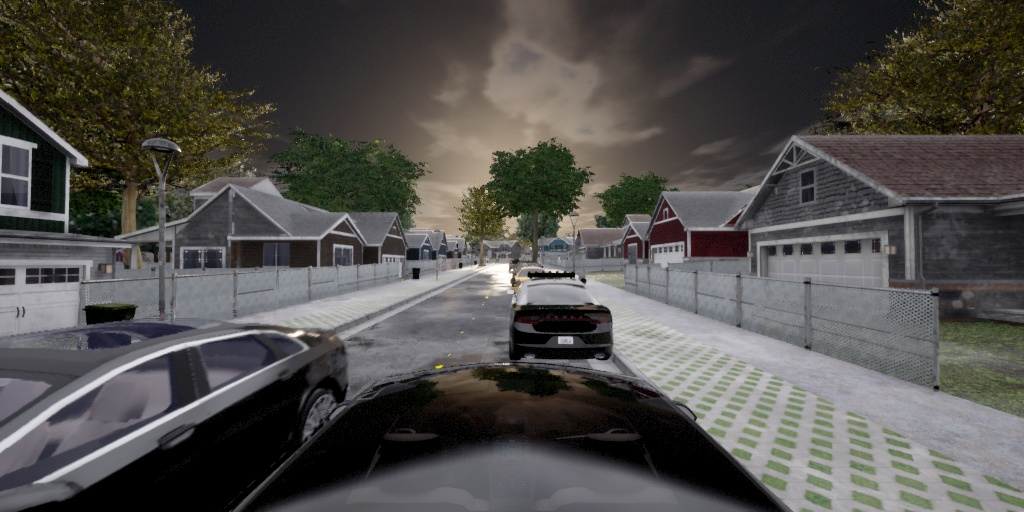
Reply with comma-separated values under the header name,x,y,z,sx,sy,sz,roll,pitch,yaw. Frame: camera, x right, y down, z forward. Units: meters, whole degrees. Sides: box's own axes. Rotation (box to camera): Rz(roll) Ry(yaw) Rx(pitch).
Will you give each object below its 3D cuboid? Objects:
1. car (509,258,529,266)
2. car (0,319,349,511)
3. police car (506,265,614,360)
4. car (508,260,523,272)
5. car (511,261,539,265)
name,x,y,z,sx,sy,sz,roll,pitch,yaw
car,1.064,1.097,24.319,2.097,1.767,4.553,0,0,1
car,-2.737,1.241,2.046,2.128,1.511,4.902,0,0,1
police car,0.905,1.176,8.457,1.930,1.638,5.238,0,0,1
car,0.514,1.242,47.427,1.837,1.490,4.892,0,0,1
car,1.006,1.204,18.539,1.801,1.575,5.366,0,0,1
